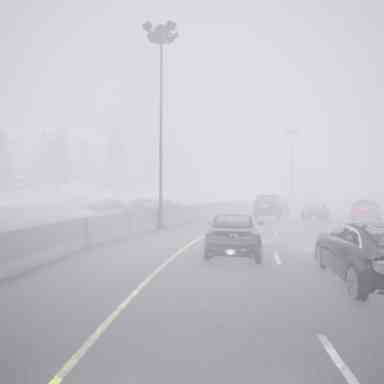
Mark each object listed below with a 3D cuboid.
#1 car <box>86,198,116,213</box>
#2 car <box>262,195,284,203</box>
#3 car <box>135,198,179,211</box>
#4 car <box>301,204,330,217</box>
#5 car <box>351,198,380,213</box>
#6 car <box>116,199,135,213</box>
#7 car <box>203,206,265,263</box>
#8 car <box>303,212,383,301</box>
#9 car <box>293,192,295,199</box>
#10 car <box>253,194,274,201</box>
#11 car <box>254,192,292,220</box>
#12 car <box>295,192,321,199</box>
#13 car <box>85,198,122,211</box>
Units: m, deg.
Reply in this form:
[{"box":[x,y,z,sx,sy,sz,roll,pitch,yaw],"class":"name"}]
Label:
[{"box":[-8.953,1.465,36.133,2.033,1.411,5.357,0,0,26],"class":"car"},{"box":[16.509,1.434,67.914,4.892,1.490,1.837,0,0,-42],"class":"car"},{"box":[-3.047,1.426,32.126,1.882,1.535,5.008,0,0,25],"class":"car"},{"box":[10.203,1.612,27.198,1.895,1.301,4.718,0,0,25],"class":"car"},{"box":[14.559,1.381,27.909,2.097,1.767,4.553,0,0,28],"class":"car"},{"box":[-5.492,1.439,35.136,1.837,1.490,4.892,0,0,27],"class":"car"},{"box":[1.553,1.497,12.103,1.837,1.490,4.892,0,0,10],"class":"car"},{"box":[4.416,1.501,8.187,2.128,1.511,4.902,0,0,8],"class":"car"},{"box":[20.048,0.913,66.381,5.566,2.045,2.150,0,0,-42],"class":"car"},{"box":[15.404,1.139,71.619,5.008,1.535,1.882,0,0,-42],"class":"car"},{"box":[6.761,1.217,28.079,2.150,2.045,5.566,0,0,25],"class":"car"},{"box":[22.688,0.900,64.045,5.566,2.045,2.150,0,0,-42],"class":"car"},{"box":[-10.644,1.470,40.313,1.994,1.385,4.181,0,0,28],"class":"car"}]
